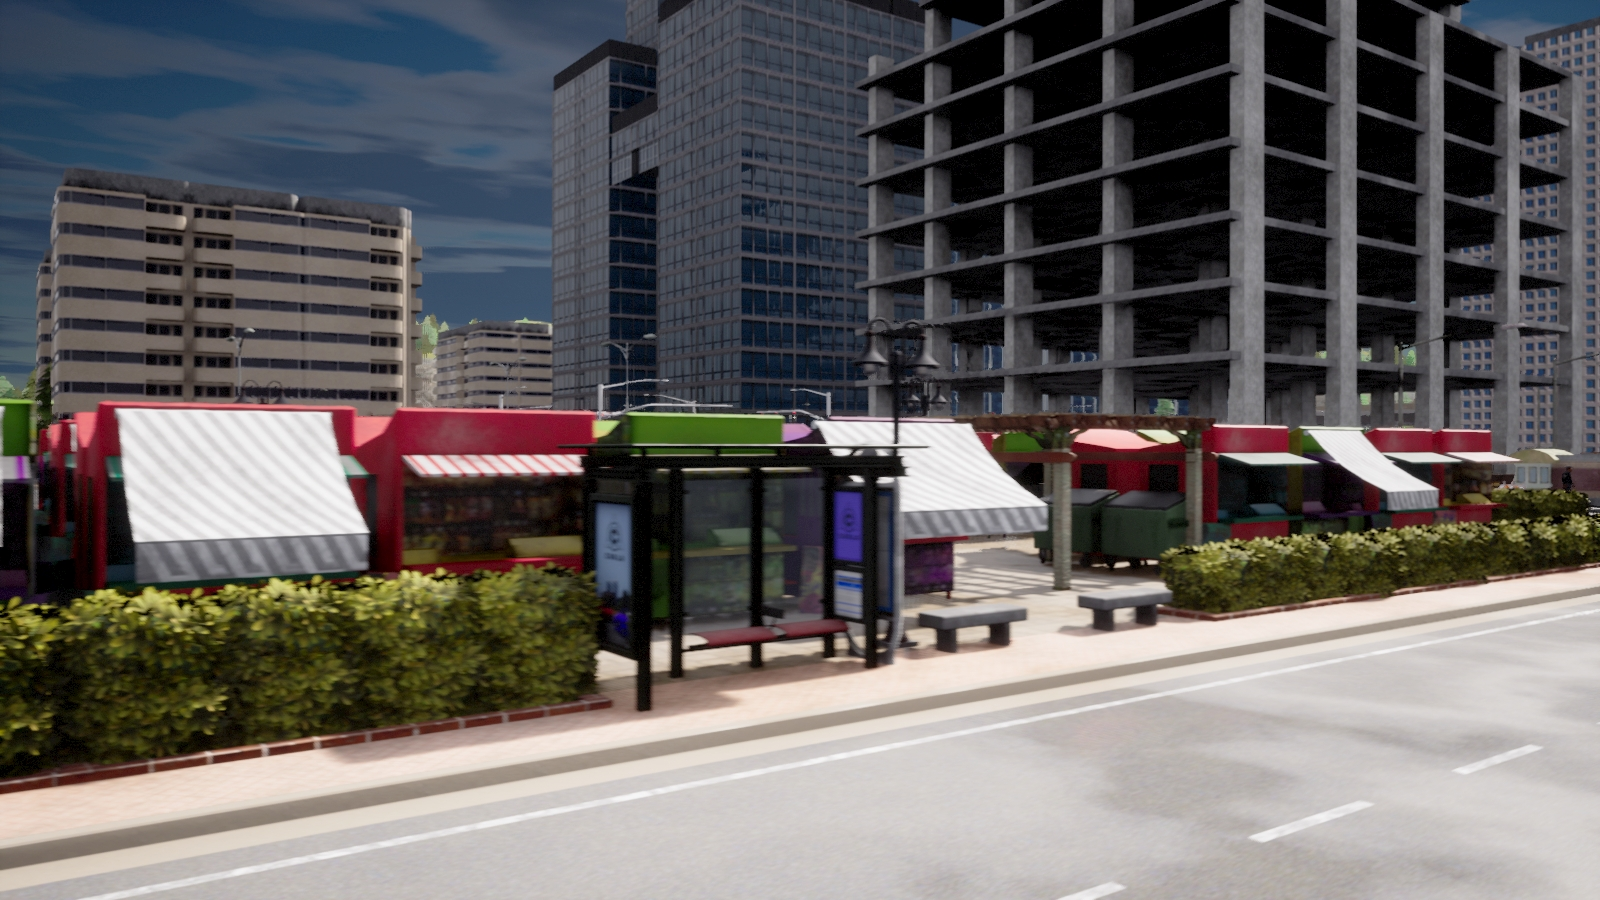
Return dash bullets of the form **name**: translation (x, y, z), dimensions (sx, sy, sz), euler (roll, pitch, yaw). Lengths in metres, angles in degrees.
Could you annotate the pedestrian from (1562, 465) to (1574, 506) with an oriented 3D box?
- **pedestrian**: translation (35.581, 1.642, 52.917), dimensions (0.375, 1.860, 0.375), euler (0, 0, -37)
